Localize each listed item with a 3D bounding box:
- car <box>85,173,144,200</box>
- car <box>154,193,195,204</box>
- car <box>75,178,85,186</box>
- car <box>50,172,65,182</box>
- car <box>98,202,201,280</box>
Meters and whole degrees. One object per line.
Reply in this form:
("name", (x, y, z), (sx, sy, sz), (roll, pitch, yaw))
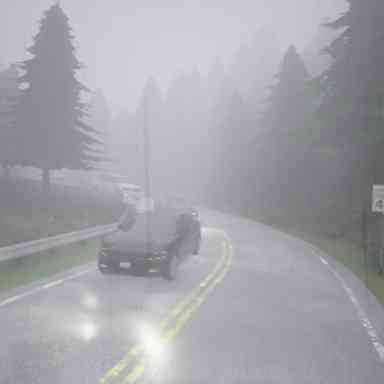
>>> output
("car", (-6.568, -0.486, 29.020), (5.566, 2.045, 2.150), (9, 4, 41))
("car", (-1.079, 0.890, 20.011), (1.837, 1.490, 4.892), (3, 4, -18))
("car", (-10.885, -0.992, 36.587), (4.892, 1.490, 1.837), (9, 3, 38))
("car", (-18.150, -2.460, 43.851), (2.150, 2.045, 5.566), (4, 4, -29))
("car", (-0.975, 1.323, 9.897), (1.882, 1.535, 5.008), (3, 2, 12))
